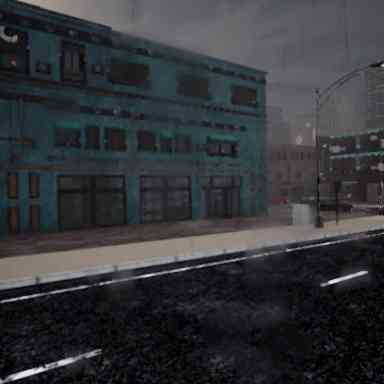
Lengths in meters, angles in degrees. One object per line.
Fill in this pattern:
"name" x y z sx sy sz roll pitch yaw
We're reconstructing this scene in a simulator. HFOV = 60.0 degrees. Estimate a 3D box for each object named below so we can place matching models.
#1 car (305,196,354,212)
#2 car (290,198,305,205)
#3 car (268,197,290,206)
"car" 14.339 1.387 34.293 1.947 1.339 4.313 -2 1 -35
"car" 16.434 1.268 46.018 2.008 1.369 4.403 -2 1 -35
"car" 13.229 1.362 50.531 1.802 1.307 4.206 -2 1 -35
